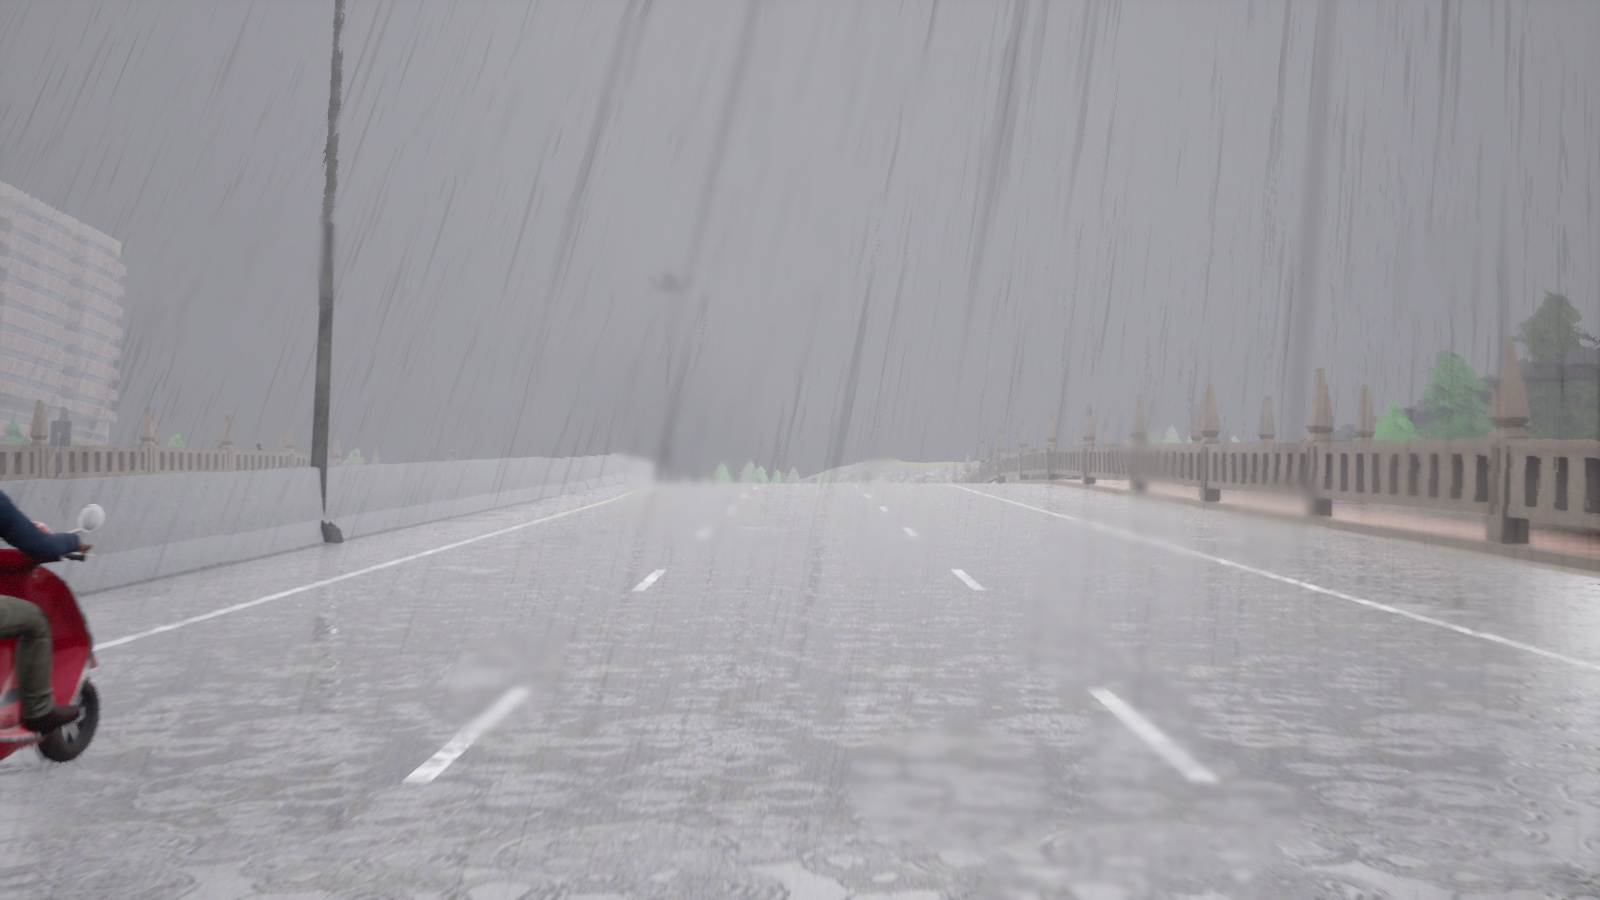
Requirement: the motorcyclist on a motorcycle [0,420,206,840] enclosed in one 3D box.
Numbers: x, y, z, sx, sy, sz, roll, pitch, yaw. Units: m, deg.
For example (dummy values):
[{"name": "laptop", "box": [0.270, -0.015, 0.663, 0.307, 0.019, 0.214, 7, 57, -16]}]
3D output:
[{"name": "motorcyclist on a motorcycle", "box": [-3.453, 0.679, 5.466, 0.866, 1.590, 1.817, 0, 0, 0]}]
